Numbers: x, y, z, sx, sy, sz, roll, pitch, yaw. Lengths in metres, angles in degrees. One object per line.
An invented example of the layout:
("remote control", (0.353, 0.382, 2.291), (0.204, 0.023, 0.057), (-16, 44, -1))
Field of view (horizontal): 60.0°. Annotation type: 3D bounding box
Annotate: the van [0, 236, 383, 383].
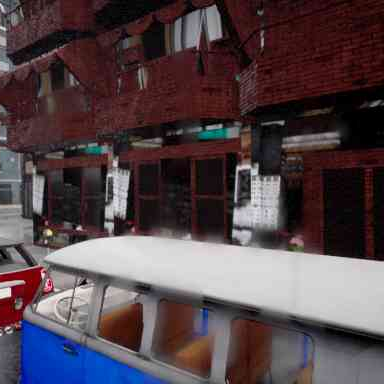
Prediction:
("van", (0.286, 1.341, 2.530), (3.998, 1.788, 1.690), (0, -1, 35))
